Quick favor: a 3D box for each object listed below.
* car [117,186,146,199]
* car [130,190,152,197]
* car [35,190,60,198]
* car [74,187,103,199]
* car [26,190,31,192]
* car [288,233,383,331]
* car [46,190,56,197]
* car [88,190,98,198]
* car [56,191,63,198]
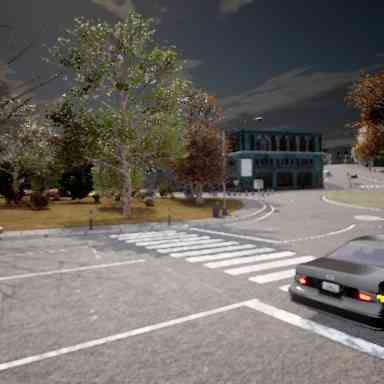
[{"bbox_3d":[-10.127,0.084,56.144,2.435,2.045,5.566,-1,1,16],"label":"car"},{"bbox_3d":[-7.713,0.300,54.427,2.231,1.521,4.892,-1,1,16],"label":"car"},{"bbox_3d":[-31.402,0.373,72.398,2.097,1.535,5.008,0,2,18],"label":"car"},{"bbox_3d":[-19.650,0.195,63.312,2.435,2.045,5.566,-1,1,17],"label":"car"},{"bbox_3d":[-38.360,0.244,77.966,2.097,1.535,5.008,0,2,19],"label":"car"},{"bbox_3d":[4.287,1.572,6.758,5.357,1.411,2.033,0,0,-35],"label":"car"},{"bbox_3d":[-26.734,0.184,68.688,2.435,2.045,5.566,0,2,18],"label":"car"},{"bbox_3d":[-17.317,0.432,61.314,1.946,1.575,5.366,-1,2,17],"label":"car"},{"bbox_3d":[-24.378,0.479,66.876,2.163,1.488,4.792,0,2,17],"label":"car"}]
